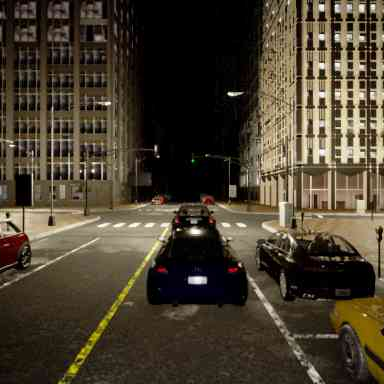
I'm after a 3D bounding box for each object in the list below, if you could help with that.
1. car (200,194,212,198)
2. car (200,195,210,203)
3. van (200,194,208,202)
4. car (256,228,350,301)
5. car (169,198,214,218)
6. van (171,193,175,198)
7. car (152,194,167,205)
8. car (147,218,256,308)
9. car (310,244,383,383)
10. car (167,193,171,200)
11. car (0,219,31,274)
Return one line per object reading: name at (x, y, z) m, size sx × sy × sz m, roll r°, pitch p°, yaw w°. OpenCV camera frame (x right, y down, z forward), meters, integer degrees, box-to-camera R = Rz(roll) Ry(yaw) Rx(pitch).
car at (2.754, 1.405, 57.357) m, size 1.967 × 1.590 × 4.097 m, roll 0°, pitch 0°, yaw 0°
car at (2.652, 1.383, 68.725) m, size 1.967 × 1.590 × 4.097 m, roll 0°, pitch 0°, yaw 0°
van at (2.649, 1.273, 74.410) m, size 1.690 × 1.788 × 3.998 m, roll 0°, pitch 0°, yaw 0°
car at (2.687, 1.552, 8.096) m, size 2.008 × 1.369 × 4.403 m, roll 0°, pitch 0°, yaw 0°
car at (0.088, 1.350, 17.020) m, size 2.097 × 1.767 × 4.553 m, roll 0°, pitch 0°, yaw 0°
van at (-5.734, 1.260, 80.094) m, size 1.690 × 1.788 × 3.998 m, roll 0°, pitch 0°, yaw 0°
car at (-5.817, 1.405, 57.353) m, size 1.967 × 1.590 × 4.097 m, roll 0°, pitch 0°, yaw 0°
car at (0.097, 1.565, 8.017) m, size 1.994 × 1.385 × 4.181 m, roll 0°, pitch 0°, yaw 0°
car at (2.690, 1.526, 2.599) m, size 1.752 × 1.417 × 4.829 m, roll 0°, pitch 0°, yaw 0°
car at (-5.754, 1.270, 63.039) m, size 2.192 × 1.841 × 5.009 m, roll 0°, pitch 0°, yaw 0°
car at (-5.693, 1.441, 8.090) m, size 1.967 × 1.590 × 4.097 m, roll 0°, pitch 0°, yaw 0°
